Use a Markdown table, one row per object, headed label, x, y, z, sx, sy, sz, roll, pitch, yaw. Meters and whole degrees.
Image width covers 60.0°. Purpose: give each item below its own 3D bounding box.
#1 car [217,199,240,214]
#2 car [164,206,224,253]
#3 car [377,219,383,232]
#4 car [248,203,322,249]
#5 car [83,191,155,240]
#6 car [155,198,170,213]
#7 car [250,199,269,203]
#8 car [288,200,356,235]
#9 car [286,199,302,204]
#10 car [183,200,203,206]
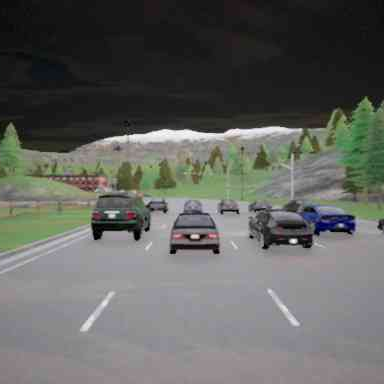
| label | x | y | z | sx | sy | sz | roll | pitch | yaw |
| --- | --- | --- | --- | --- | --- | --- | --- | --- | --- |
| car | 3.587 | 1.439 | 33.351 | 2.033 | 1.411 | 5.357 | 0 | 0 | 0 |
| car | 0.097 | 1.504 | 13.429 | 2.033 | 1.411 | 5.357 | 0 | 0 | 0 |
| car | 10.597 | 1.499 | 14.951 | 2.033 | 1.411 | 5.357 | 0 | 0 | 0 |
| car | 3.597 | 1.460 | 14.202 | 1.837 | 1.490 | 4.892 | 0 | 1 | 0 |
| car | -3.404 | 1.157 | 16.833 | 2.150 | 2.045 | 5.566 | 0 | -1 | 0 |
| car | -3.421 | 1.379 | 34.113 | 2.128 | 1.511 | 4.902 | 0 | 0 | 0 |
| car | 7.072 | 1.452 | 34.545 | 1.994 | 1.385 | 4.181 | 0 | 0 | 0 |
| car | 7.096 | 1.418 | 18.329 | 1.882 | 1.535 | 5.008 | 0 | 0 | 0 |
| car | 10.589 | 1.441 | 32.946 | 2.033 | 1.411 | 5.357 | 0 | 0 | 0 |
| car | 0.091 | 1.444 | 31.804 | 2.033 | 1.411 | 5.357 | 0 | 0 | 0 |
